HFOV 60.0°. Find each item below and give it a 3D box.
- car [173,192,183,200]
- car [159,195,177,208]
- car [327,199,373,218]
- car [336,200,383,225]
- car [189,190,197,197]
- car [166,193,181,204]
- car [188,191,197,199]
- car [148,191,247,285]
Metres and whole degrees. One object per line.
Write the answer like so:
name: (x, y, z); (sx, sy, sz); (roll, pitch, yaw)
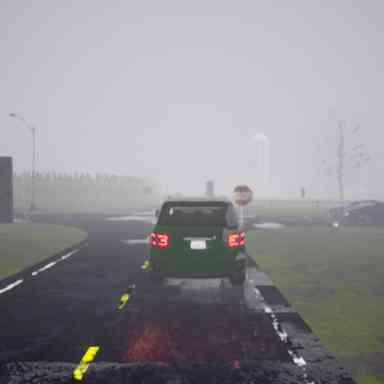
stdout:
car: (-2.619, 0.701, 63.125); (1.812, 1.442, 4.674); (0, 1, 1)
car: (-2.731, 1.079, 38.867); (1.895, 1.301, 4.718); (0, 1, -1)
car: (12.930, 1.315, 25.375); (5.008, 1.535, 1.882); (1, 1, 0)
car: (12.402, 1.468, 22.350); (4.181, 1.385, 1.994); (1, 1, -1)
car: (0.184, 0.377, 80.191); (1.882, 1.535, 5.008); (0, 1, 0)
car: (-2.711, 0.913, 49.002); (1.994, 1.385, 4.181); (0, 1, 1)
car: (0.164, 0.611, 70.191); (1.812, 1.442, 4.674); (0, 1, 0)
car: (0.108, 1.092, 9.210); (2.150, 2.045, 5.566); (0, 1, 0)
